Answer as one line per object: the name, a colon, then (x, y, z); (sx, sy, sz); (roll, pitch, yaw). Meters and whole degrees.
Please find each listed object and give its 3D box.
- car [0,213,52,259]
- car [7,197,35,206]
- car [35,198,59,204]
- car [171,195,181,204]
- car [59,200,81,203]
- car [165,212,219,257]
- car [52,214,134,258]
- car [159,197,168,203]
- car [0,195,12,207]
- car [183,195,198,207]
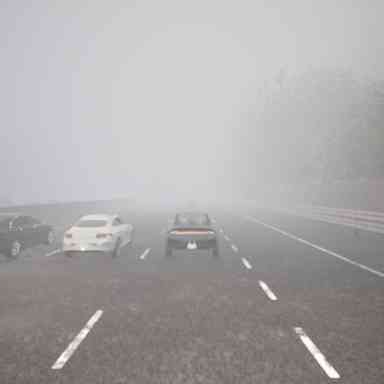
car: (-7.000, 1.567, 12.887); (1.837, 1.490, 4.892); (0, 0, 0)
car: (-24.525, 1.778, 49.385); (2.033, 1.411, 5.357); (0, 0, 1)
car: (-21.038, 1.737, 49.626); (1.837, 1.490, 4.892); (0, 0, 1)
car: (-3.492, 1.934, 72.587); (1.895, 1.301, 4.718); (0, 0, 0)
car: (-17.533, 1.832, 49.532); (1.895, 1.301, 4.718); (0, 0, 1)
car: (0.001, 1.553, 13.162); (2.128, 1.511, 4.902); (0, 0, 0)
car: (-3.498, 1.587, 12.989); (1.812, 1.442, 4.674); (0, 0, 0)
car: (-6.991, 1.909, 82.469); (1.812, 1.442, 4.674); (0, 0, 0)
car: (-28.015, 1.447, 48.049); (2.150, 2.045, 5.566); (0, 0, 1)
car: (0.004, 1.753, 56.266); (2.128, 1.511, 4.902); (0, 0, 0)
